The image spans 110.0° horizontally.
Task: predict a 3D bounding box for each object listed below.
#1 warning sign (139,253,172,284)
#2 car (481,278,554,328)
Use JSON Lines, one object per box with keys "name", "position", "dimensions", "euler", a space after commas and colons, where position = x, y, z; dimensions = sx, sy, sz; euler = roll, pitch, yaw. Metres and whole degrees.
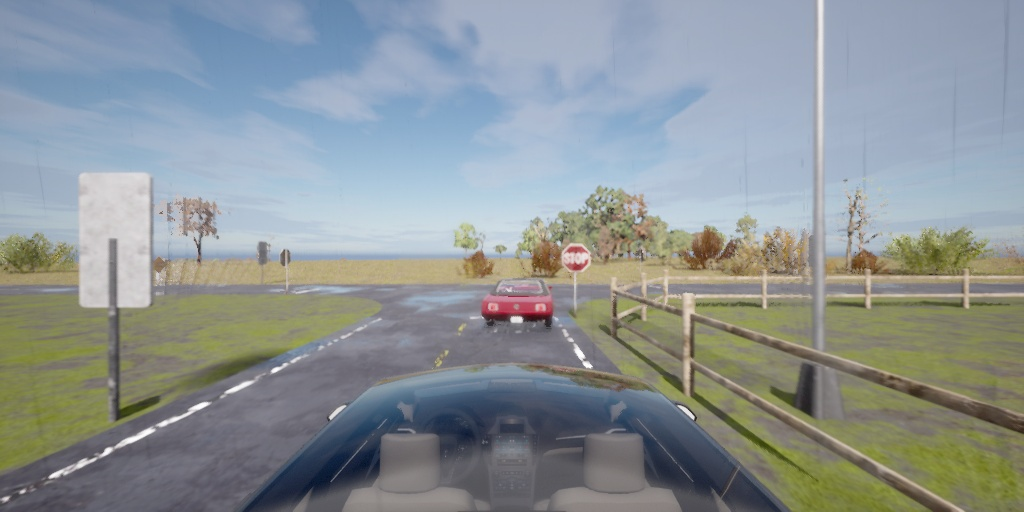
{"name": "warning sign", "position": [-25.388, 0.875, 25.753], "dimensions": [1.060, 1.860, 1.300], "euler": [0, 0, 0]}
{"name": "car", "position": [0.335, 1.329, 11.327], "dimensions": [1.895, 1.301, 4.718], "euler": [0, 0, 5]}
